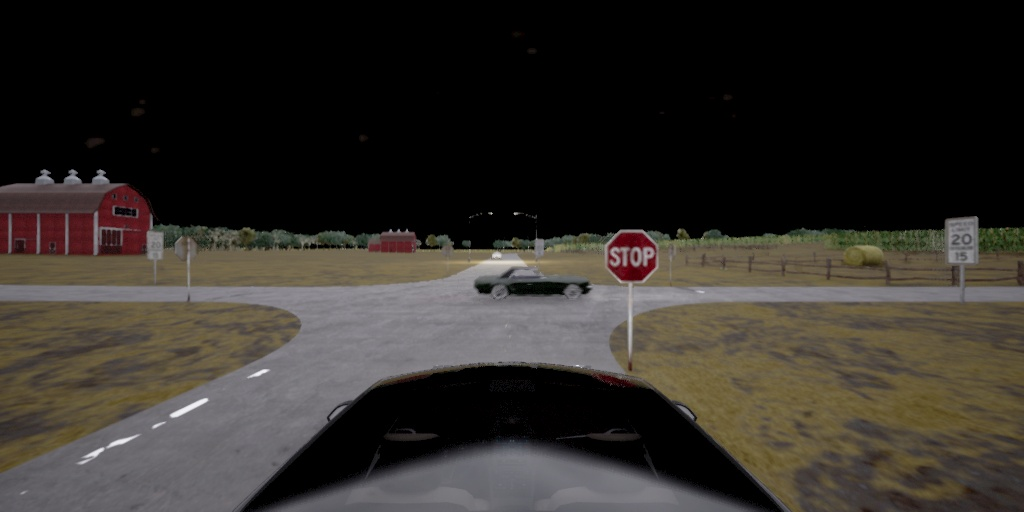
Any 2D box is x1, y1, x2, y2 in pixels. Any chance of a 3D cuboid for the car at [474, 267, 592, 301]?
[{"bbox_3d":[0.854,1.107,14.876,4.718,1.301,1.895,0,1,0],"label":"car"}]
